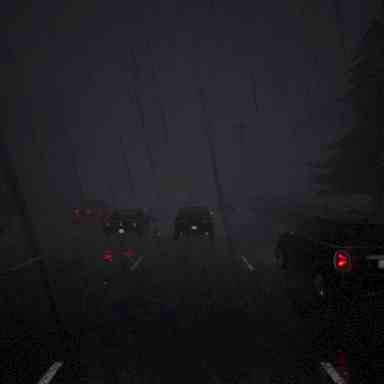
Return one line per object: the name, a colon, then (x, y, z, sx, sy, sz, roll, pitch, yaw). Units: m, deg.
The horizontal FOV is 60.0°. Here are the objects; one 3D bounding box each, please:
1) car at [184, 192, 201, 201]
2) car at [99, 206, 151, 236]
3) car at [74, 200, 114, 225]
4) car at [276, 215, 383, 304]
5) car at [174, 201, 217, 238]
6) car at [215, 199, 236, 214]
car: (0.093, 1.219, 48.128, 2.150, 2.045, 5.566, 0, 0, 0)
car: (-3.403, 1.599, 18.259, 1.895, 1.301, 4.718, 0, 0, 0)
car: (-6.904, 1.350, 24.325, 2.097, 1.767, 4.553, 0, 0, 0)
car: (3.599, 1.352, 8.285, 2.097, 1.767, 4.553, 0, 0, 0)
car: (0.097, 1.477, 17.589, 1.882, 1.535, 5.008, 0, 0, 0)
car: (3.597, 1.490, 36.090, 2.128, 1.511, 4.902, 0, 0, 0)
